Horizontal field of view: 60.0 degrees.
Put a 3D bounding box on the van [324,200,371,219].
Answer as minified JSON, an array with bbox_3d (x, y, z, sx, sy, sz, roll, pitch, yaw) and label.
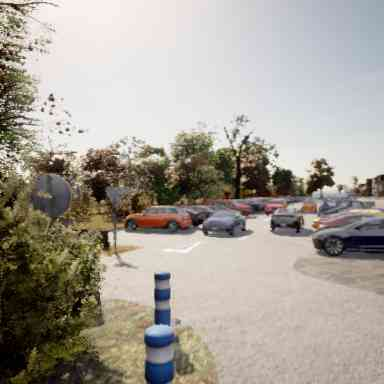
[{"bbox_3d":[16.701,1.824,35.962,4.442,1.987,1.878,-1,-1,23],"label":"van"}]

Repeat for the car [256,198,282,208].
[{"bbox_3d":[14.906,2.106,64.184,4.553,1.767,2.185,-1,0,23],"label":"car"}]

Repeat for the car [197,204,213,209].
[{"bbox_3d":[-1.322,1.897,25.041,5.008,1.535,2.097,-1,-1,23],"label":"car"}]

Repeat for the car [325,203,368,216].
[{"bbox_3d":[19.034,2.122,41.262,4.674,1.452,2.002,-1,0,23],"label":"car"}]

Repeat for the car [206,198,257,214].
[{"bbox_3d":[4.117,1.896,38.072,5.566,2.045,2.435,-1,-1,23],"label":"car"}]

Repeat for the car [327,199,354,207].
[{"bbox_3d":[28.786,2.125,64.749,4.674,1.452,2.002,-1,0,23],"label":"car"}]

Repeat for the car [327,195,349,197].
[{"bbox_3d":[23.337,1.832,51.713,5.566,2.045,2.435,-1,0,23],"label":"car"}]

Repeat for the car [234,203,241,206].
[{"bbox_3d":[1.952,2.077,32.852,4.792,1.488,2.163,-1,-1,23],"label":"car"}]

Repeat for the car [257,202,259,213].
[{"bbox_3d":[5.185,2.195,40.693,5.008,1.535,2.097,-1,-2,23],"label":"car"}]

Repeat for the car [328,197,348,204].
[{"bbox_3d":[36.371,2.122,83.018,4.674,1.452,2.002,-1,0,23],"label":"car"}]

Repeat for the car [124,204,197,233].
[{"bbox_3d":[-2.334,1.723,22.542,4.553,1.767,2.185,-1,-1,23],"label":"car"}]

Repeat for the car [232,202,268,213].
[{"bbox_3d":[8.455,2.259,48.655,4.792,1.488,2.163,-1,0,23],"label":"car"}]

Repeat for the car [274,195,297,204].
[{"bbox_3d":[24.699,1.977,87.635,5.566,2.045,2.435,-1,0,23],"label":"car"}]

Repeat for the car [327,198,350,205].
[{"bbox_3d":[33.120,2.127,75.188,4.674,1.452,2.002,-1,0,23],"label":"car"}]

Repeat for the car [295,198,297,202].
[{"bbox_3d":[23.635,2.233,85.153,4.892,1.521,2.231,-1,0,23],"label":"car"}]

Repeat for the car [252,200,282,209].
[{"bbox_3d":[13.848,2.231,61.566,5.008,1.535,2.097,-1,0,23],"label":"car"}]

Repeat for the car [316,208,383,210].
[{"bbox_3d":[9.266,1.743,17.760,4.674,1.452,2.002,-1,-1,23],"label":"car"}]

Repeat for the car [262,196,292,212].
[{"bbox_3d":[10.539,1.904,41.007,2.150,2.045,5.566,-1,-1,23],"label":"car"}]

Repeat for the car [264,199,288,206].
[{"bbox_3d":[18.205,2.262,72.121,4.792,1.488,2.163,-1,0,23],"label":"car"}]

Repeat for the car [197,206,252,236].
[{"bbox_3d":[2.163,1.842,20.896,1.812,1.442,4.674,-1,-1,23],"label":"car"}]

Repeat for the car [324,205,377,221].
[{"bbox_3d":[15.769,2.044,33.415,4.674,1.452,2.002,-1,-1,23],"label":"car"}]

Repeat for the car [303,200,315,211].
[{"bbox_3d":[16.769,2.004,47.186,2.097,1.767,4.553,-1,0,23],"label":"car"}]

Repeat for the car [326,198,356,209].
[{"bbox_3d":[25.502,1.959,56.934,4.553,1.767,2.185,-1,0,23],"label":"car"}]

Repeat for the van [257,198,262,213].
[{"bbox_3d":[7.507,2.001,45.989,4.442,1.987,1.878,-1,0,23],"label":"van"}]

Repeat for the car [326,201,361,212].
[{"bbox_3d":[22.280,2.123,49.093,4.674,1.452,2.002,-1,0,23],"label":"car"}]

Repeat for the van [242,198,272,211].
[{"bbox_3d":[10.539,2.005,53.902,4.442,1.987,1.878,-1,0,23],"label":"van"}]

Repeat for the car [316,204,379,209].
[{"bbox_3d":[11.441,1.803,22.977,5.008,1.535,2.097,-1,-1,23],"label":"car"}]

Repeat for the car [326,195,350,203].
[{"bbox_3d":[37.475,1.827,85.619,5.566,2.045,2.435,-1,0,23],"label":"car"}]

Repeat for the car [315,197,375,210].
[{"bbox_3d":[13.629,1.652,28.191,5.566,2.045,2.435,-1,-1,23],"label":"car"}]

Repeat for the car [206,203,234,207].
[{"bbox_3d":[0.883,2.001,30.375,4.892,1.521,2.231,-1,-1,23],"label":"car"}]

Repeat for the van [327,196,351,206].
[{"bbox_3d":[29.756,1.861,67.406,4.442,1.987,1.878,-1,0,23],"label":"van"}]

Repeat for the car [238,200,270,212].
[{"bbox_3d":[9.547,2.103,51.123,4.553,1.767,2.185,-1,0,23],"label":"car"}]

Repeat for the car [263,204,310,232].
[{"bbox_3d":[6.541,1.825,22.529,2.128,1.511,4.902,-1,-1,23],"label":"car"}]

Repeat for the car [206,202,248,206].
[{"bbox_3d":[3.036,2.127,35.459,4.792,1.488,2.163,-1,-1,23],"label":"car"}]

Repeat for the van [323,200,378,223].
[{"bbox_3d":[14.579,1.729,30.855,4.442,1.987,1.878,-1,-1,23],"label":"van"}]

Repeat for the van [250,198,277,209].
[{"bbox_3d":[12.709,2.006,59.119,4.442,1.987,1.878,-1,0,23],"label":"van"}]

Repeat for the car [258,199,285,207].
[{"bbox_3d":[16.023,2.231,66.778,5.008,1.535,2.097,-1,0,23],"label":"car"}]

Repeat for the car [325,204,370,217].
[{"bbox_3d":[17.942,2.116,38.646,4.674,1.452,2.002,-1,0,23],"label":"car"}]

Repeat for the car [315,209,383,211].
[{"bbox_3d":[8.182,1.693,15.151,4.674,1.452,2.002,-1,-1,23],"label":"car"}]

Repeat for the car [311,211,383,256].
[{"bbox_3d":[7.073,1.633,12.552,4.792,1.488,2.163,-1,-1,23],"label":"car"}]

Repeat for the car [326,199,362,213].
[{"bbox_3d":[21.168,1.957,46.495,4.553,1.767,2.185,-1,0,23],"label":"car"}]
